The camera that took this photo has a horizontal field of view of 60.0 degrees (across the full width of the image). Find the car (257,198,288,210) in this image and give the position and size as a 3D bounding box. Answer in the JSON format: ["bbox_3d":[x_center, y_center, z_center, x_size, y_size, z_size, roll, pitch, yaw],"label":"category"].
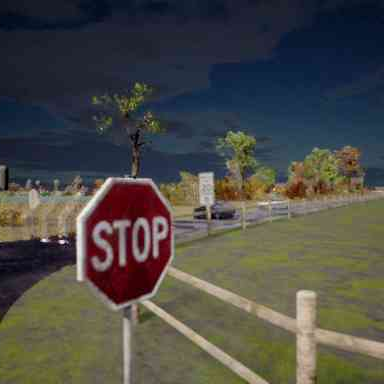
[{"bbox_3d":[8.896,1.301,36.661,1.895,1.301,4.718,-2,0,35],"label":"car"}]

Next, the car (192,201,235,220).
[{"bbox_3d":[1.744,1.385,26.388,1.994,1.385,4.181,-2,0,35],"label":"car"}]
